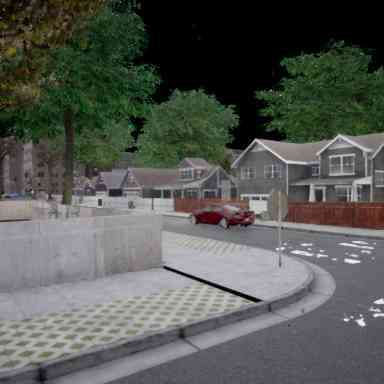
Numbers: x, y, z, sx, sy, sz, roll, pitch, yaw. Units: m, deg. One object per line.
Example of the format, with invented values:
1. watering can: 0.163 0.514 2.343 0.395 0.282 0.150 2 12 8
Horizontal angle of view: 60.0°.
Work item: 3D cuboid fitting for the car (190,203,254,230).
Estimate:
1. car: 1.802 1.485 21.677 1.882 1.535 5.008 -1 1 -37
